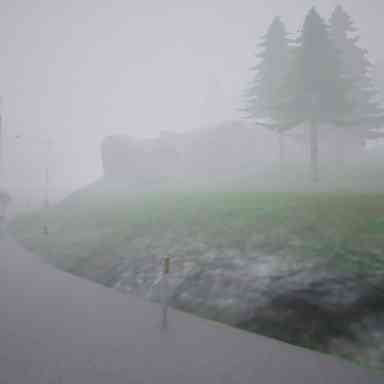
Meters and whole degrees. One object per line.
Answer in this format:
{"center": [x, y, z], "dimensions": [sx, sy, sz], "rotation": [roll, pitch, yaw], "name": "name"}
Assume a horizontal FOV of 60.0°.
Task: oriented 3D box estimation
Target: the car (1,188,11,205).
{"center": [-21.259, 0.458, 35.238], "dimensions": [2.150, 2.045, 5.566], "rotation": [2, 1, -9], "name": "car"}
